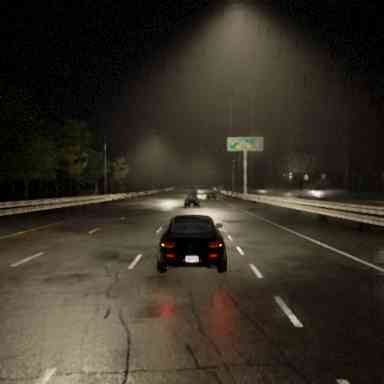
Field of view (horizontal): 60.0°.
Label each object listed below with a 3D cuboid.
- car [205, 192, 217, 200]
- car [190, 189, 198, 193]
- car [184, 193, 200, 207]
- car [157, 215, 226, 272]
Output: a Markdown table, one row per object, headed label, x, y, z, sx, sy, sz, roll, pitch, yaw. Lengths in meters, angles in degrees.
| label | x | y | z | sx | sy | sz | roll | pitch | yaw |
| --- | --- | --- | --- | --- | --- | --- | --- | --- | --- |
| car | 3.751 | 0.780 | 64.547 | 1.837 | 1.490 | 4.892 | 0 | 0 | 0 |
| car | 0.183 | 0.739 | 68.274 | 1.837 | 1.490 | 4.892 | 0 | 1 | 1 |
| car | 0.015 | 1.167 | 42.318 | 1.895 | 1.301 | 4.718 | 0 | 1 | 0 |
| car | -0.002 | 1.427 | 10.303 | 1.812 | 1.442 | 4.674 | 0 | 1 | 0 |
